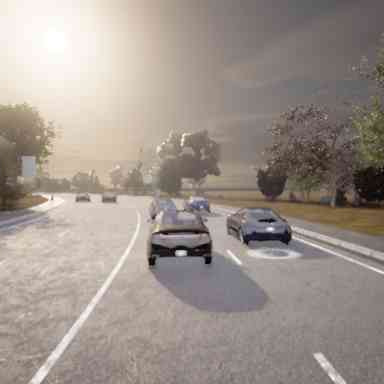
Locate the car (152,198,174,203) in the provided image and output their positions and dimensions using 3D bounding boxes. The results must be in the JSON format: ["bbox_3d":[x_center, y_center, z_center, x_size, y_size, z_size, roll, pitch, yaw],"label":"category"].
[{"bbox_3d":[-2.219,1.160,25.057,2.033,1.411,5.357,0,1,-10],"label":"car"}]

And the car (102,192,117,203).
[{"bbox_3d":[-11.816,0.741,47.477,1.882,1.535,5.008,0,1,-19],"label":"car"}]

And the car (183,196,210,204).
[{"bbox_3d":[0.369,1.059,30.209,1.812,1.442,4.674,0,1,-11],"label":"car"}]

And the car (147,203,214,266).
[{"bbox_3d":[-0.452,1.321,10.912,2.128,1.511,4.902,0,1,-4],"label":"car"}]

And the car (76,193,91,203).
[{"bbox_3d":[-15.751,0.813,48.146,1.994,1.385,4.181,0,1,-20],"label":"car"}]

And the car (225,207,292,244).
[{"bbox_3d":[2.746,1.337,14.472,1.994,1.385,4.181,0,1,-6],"label":"car"}]
